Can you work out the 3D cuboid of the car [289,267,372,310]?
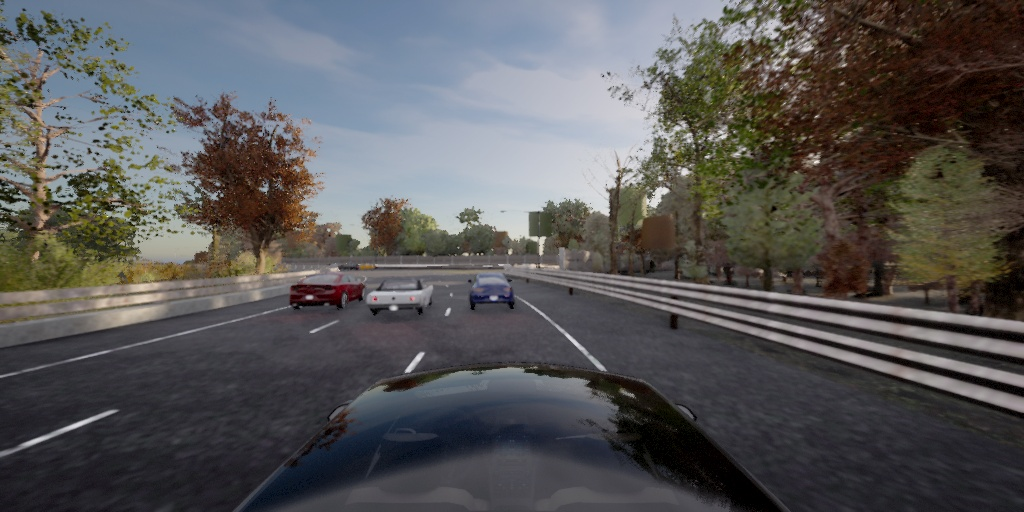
[{"bbox_3d":[-8.064,1.453,16.142,1.882,1.535,5.008,0,0,-8],"label":"car"}]

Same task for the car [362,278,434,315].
[{"bbox_3d":[-4.308,1.540,14.559,1.895,1.301,4.718,0,-1,-6],"label":"car"}]

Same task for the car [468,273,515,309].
[{"bbox_3d":[-0.988,1.473,16.116,1.812,1.442,4.674,0,-1,-7],"label":"car"}]
